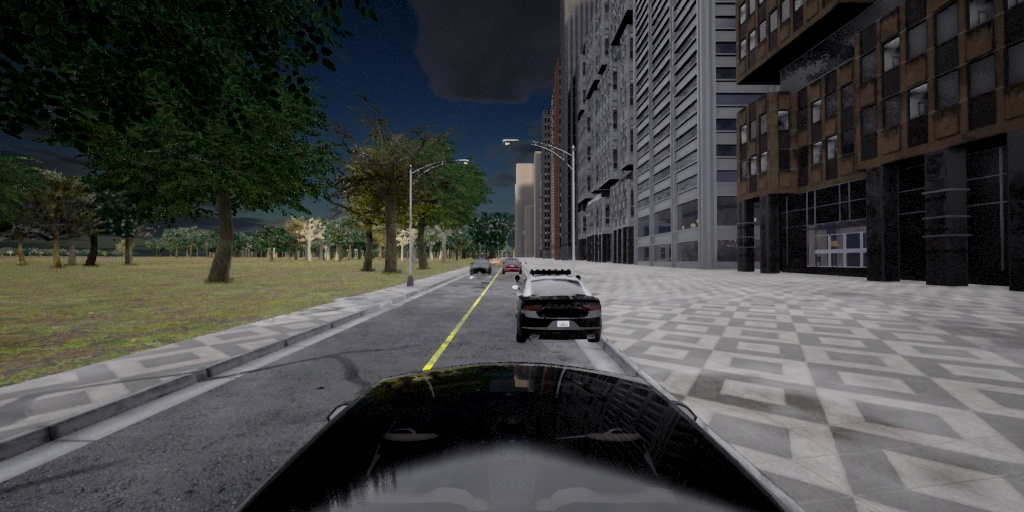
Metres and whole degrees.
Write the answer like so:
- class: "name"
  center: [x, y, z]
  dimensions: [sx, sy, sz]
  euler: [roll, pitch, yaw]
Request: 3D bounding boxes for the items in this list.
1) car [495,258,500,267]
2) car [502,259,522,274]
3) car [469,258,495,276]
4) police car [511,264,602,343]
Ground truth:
- class: "car"
  center: [-3.097, 1.153, 62.489]
  dimensions: [1.882, 1.535, 5.008]
  euler: [0, 0, 0]
- class: "car"
  center: [0.018, 1.063, 39.647]
  dimensions: [2.097, 1.767, 4.553]
  euler: [0, 0, 0]
- class: "car"
  center: [-3.156, 1.068, 37.155]
  dimensions: [2.097, 1.767, 4.553]
  euler: [0, 0, 0]
- class: "police car"
  center: [1.038, 1.174, 9.859]
  dimensions: [1.930, 1.638, 5.238]
  euler: [0, 0, 0]
